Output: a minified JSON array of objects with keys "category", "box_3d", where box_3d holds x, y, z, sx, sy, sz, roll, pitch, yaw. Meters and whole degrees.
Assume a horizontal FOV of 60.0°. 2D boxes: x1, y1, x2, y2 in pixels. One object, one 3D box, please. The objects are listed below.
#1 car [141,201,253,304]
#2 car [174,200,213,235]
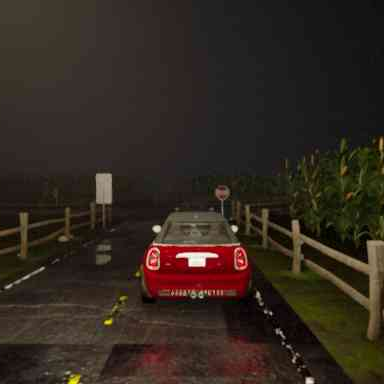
[{"category":"car","box_3d":[0.085,1.242,8.056,2.097,1.767,4.553,0,1,0]},{"category":"car","box_3d":[0.122,1.261,18.232,1.837,1.490,4.892,0,1,1]}]
